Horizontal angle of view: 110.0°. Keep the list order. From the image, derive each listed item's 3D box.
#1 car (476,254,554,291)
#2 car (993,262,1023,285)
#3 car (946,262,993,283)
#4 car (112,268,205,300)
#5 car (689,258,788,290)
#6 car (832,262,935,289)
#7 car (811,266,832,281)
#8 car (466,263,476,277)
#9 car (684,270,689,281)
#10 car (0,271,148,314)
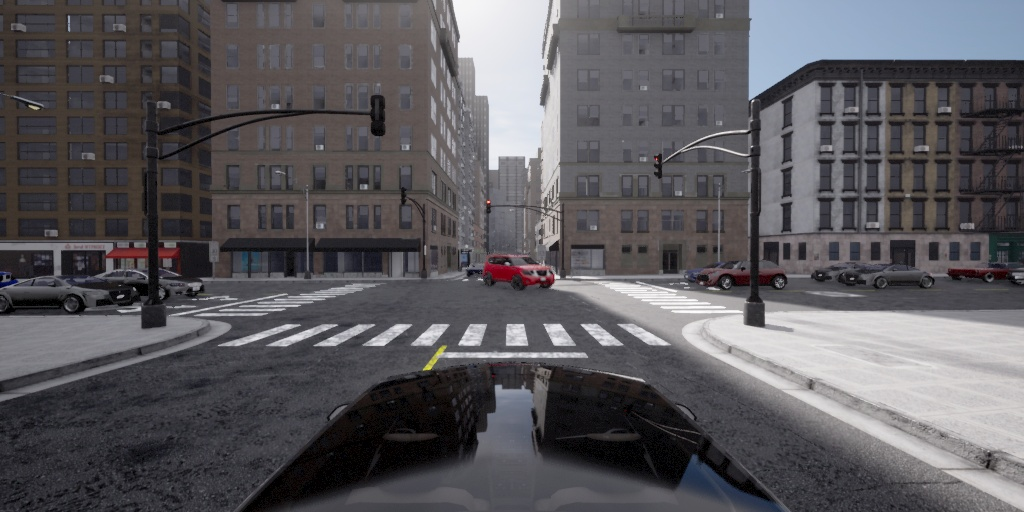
[{"bbox_3d":[0.204,0.920,22.073,2.150,2.045,5.566,-1,1,-33],"label":"car"},{"bbox_3d":[32.389,1.002,21.156,4.902,1.511,2.128,0,1,0],"label":"car"},{"bbox_3d":[32.843,1.073,24.408,4.718,1.301,1.895,0,1,0],"label":"car"},{"bbox_3d":[-17.794,1.335,17.474,4.902,1.511,2.128,0,1,1],"label":"car"},{"bbox_3d":[13.349,0.994,21.048,4.553,1.767,2.097,0,1,-1],"label":"car"},{"bbox_3d":[21.992,1.148,21.115,4.181,1.385,1.994,0,1,-1],"label":"car"},{"bbox_3d":[22.923,1.106,24.375,4.181,1.385,1.994,0,1,-1],"label":"car"},{"bbox_3d":[-3.182,1.355,34.579,1.895,1.301,4.718,0,0,2],"label":"car"},{"bbox_3d":[14.176,1.127,24.324,4.674,1.442,1.812,0,1,0],"label":"car"},{"bbox_3d":[-17.525,1.441,14.215,4.181,1.385,1.994,0,1,0],"label":"car"}]
